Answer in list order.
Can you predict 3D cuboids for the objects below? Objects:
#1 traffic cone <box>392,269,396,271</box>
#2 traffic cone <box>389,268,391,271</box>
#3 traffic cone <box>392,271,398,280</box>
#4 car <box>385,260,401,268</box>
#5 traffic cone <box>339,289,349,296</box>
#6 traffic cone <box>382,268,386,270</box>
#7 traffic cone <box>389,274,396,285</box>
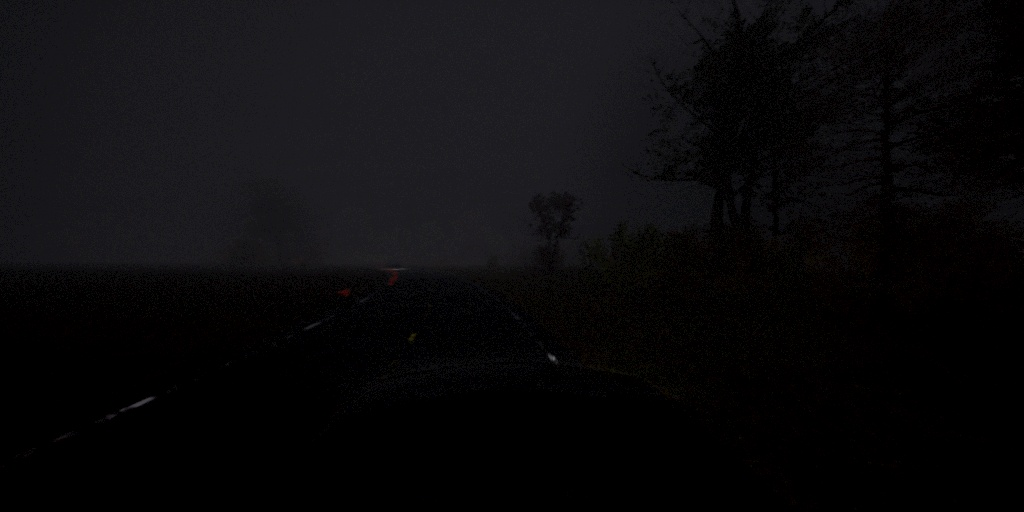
[{"bbox_3d":[-11.097,1.733,34.389,0.340,0.580,0.340,0,0,-18],"label":"traffic cone"},{"bbox_3d":[-14.474,1.740,43.607,0.340,0.580,0.340,0,0,-22],"label":"traffic cone"},{"bbox_3d":[-9.642,1.728,29.700,0.340,0.580,0.340,0,0,-16],"label":"traffic cone"},{"bbox_3d":[-20.037,1.329,60.457,1.812,1.442,4.674,1,0,-29],"label":"car"},{"bbox_3d":[-8.192,1.528,17.788,0.340,0.580,0.340,0,0,14],"label":"traffic cone"},{"bbox_3d":[-18.461,1.742,52.578,0.340,0.580,0.340,0,0,-26],"label":"traffic cone"},{"bbox_3d":[-8.426,1.721,24.967,0.340,0.580,0.340,0,0,-9],"label":"traffic cone"}]
